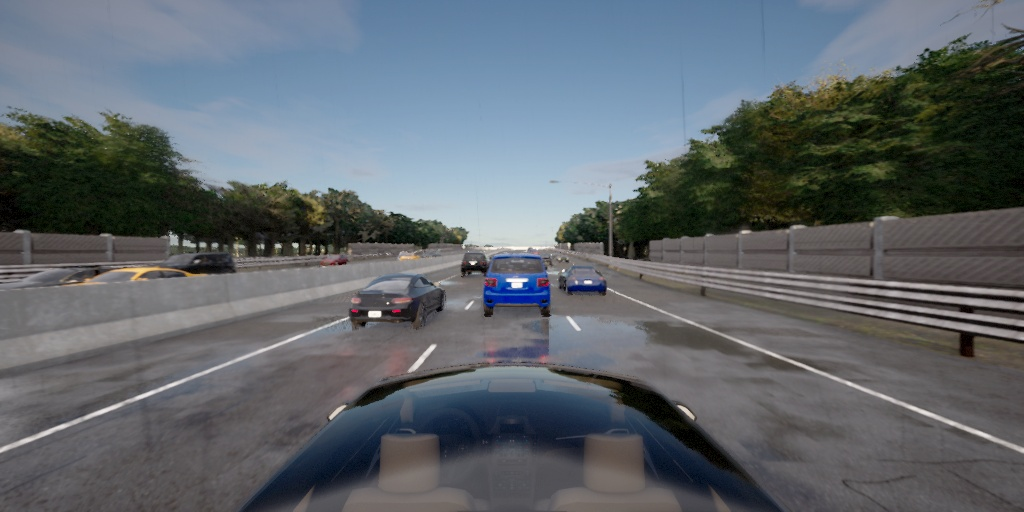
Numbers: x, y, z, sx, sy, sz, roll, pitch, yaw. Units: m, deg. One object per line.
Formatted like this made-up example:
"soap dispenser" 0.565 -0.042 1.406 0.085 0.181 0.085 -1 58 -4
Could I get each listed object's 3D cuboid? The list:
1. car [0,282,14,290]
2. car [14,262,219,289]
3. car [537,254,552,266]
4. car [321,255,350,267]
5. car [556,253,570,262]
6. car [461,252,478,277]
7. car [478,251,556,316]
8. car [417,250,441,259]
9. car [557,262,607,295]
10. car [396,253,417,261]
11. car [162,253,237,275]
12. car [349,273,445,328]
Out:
"car" -17.508 1.198 14.312 1.837 1.490 4.892 0 1 1
"car" -14.020 1.179 13.350 1.882 1.535 5.008 0 0 1
"car" 4.499 0.571 49.759 1.837 1.490 4.892 0 1 2
"car" -22.999 0.640 46.765 1.882 1.535 5.008 0 1 -1
"car" 8.174 0.456 58.003 1.895 1.301 4.718 0 2 4
"car" -3.004 0.674 30.920 2.150 2.045 5.566 0 1 1
"car" 0.175 0.924 13.251 2.150 2.045 5.566 0 1 1
"car" -12.810 0.124 57.078 2.150 2.045 5.566 0 2 3
"car" 3.648 1.199 19.046 1.994 1.385 4.181 0 1 1
"car" -16.305 0.380 57.242 1.882 1.535 5.008 0 1 3
"car" -20.874 0.804 23.429 2.150 2.045 5.566 0 1 1
"car" -3.343 1.244 11.094 1.812 1.442 4.674 0 0 1
